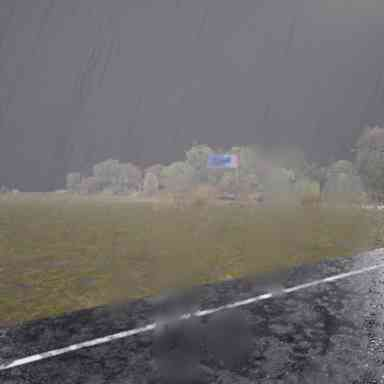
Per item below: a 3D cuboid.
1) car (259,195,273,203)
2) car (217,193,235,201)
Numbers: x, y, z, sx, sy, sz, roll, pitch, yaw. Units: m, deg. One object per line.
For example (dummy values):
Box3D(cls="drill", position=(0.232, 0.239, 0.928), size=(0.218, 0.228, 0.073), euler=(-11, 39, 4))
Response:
Box3D(cls="car", position=(14.472, 1.396, 68.626), size=(1.837, 1.490, 4.892), euler=(0, 0, -34))
Box3D(cls="car", position=(7.982, 1.131, 78.290), size=(2.097, 1.767, 4.553), euler=(0, 0, -34))
